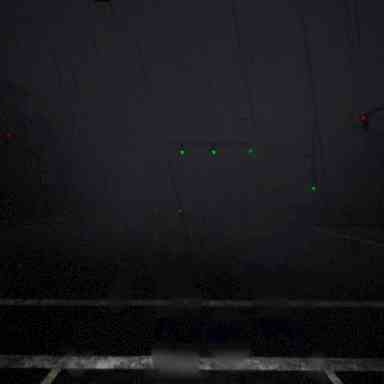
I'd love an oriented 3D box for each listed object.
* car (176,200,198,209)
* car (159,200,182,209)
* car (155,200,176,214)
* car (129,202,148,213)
[{"bbox_3d":[-0.525,2.109,58.912,1.882,1.535,5.008,0,-1,21],"label":"car"},{"bbox_3d":[-3.822,2.193,60.285,2.033,1.411,5.357,0,-1,21],"label":"car"},{"bbox_3d":[-3.456,1.958,42.338,1.837,1.490,4.892,0,0,2],"label":"car"},{"bbox_3d":[-6.929,1.992,43.515,1.812,1.442,4.674,0,0,3],"label":"car"}]
